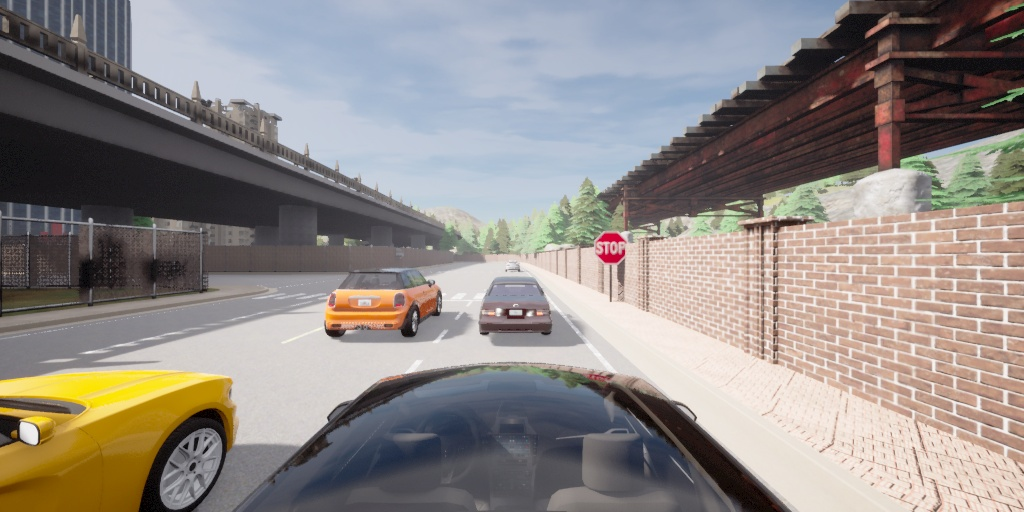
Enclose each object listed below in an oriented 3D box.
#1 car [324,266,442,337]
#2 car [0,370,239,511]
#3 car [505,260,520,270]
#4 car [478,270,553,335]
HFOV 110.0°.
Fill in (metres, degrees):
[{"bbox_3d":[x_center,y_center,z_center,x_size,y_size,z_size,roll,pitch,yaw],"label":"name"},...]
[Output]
[{"bbox_3d":[-3.420,1.102,10.443,2.097,1.767,4.553,0,0,0],"label":"car"},{"bbox_3d":[-3.398,1.228,1.186,1.882,1.535,5.008,0,0,0],"label":"car"},{"bbox_3d":[0.083,1.276,46.330,1.812,1.442,4.674,0,0,-1],"label":"car"},{"bbox_3d":[0.081,1.297,10.464,2.033,1.411,5.357,0,0,0],"label":"car"}]
